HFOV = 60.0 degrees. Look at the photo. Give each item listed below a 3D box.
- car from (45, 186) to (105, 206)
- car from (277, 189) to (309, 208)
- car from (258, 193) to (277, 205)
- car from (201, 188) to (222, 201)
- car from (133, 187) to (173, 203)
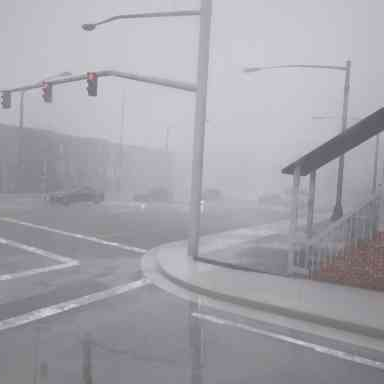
[{"bbox_3d":[-9.253,0.239,26.638,2.128,1.511,4.902,5,3,36],"label":"car"},{"bbox_3d":[12.111,0.686,38.012,2.150,2.045,5.566,5,3,36],"label":"car"},{"bbox_3d":[9.719,0.795,40.710,1.994,1.385,4.181,5,3,36],"label":"car"},{"bbox_3d":[2.023,0.258,42.270,1.837,1.490,4.892,5,3,36],"label":"car"},{"bbox_3d":[-3.912,0.255,34.054,1.837,1.490,4.892,5,3,36],"label":"car"}]
